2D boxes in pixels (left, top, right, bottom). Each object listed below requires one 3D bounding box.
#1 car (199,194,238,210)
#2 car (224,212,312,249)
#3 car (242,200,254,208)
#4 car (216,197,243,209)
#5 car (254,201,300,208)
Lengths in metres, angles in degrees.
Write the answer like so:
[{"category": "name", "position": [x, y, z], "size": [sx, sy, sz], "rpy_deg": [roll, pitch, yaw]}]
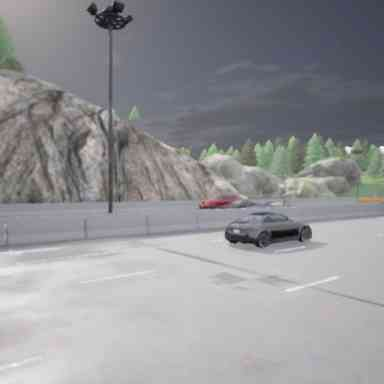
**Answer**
[{"category": "car", "position": [3.505, 1.303, 40.949], "size": [5.566, 2.045, 2.150], "rpy_deg": [0, 0, -36]}, {"category": "car", "position": [3.464, 1.589, 14.885], "size": [4.181, 1.385, 1.994], "rpy_deg": [0, 0, -36]}, {"category": "car", "position": [7.831, 1.624, 35.438], "size": [4.181, 1.385, 1.994], "rpy_deg": [0, 0, -36]}, {"category": "car", "position": [5.805, 1.616, 38.288], "size": [5.357, 1.411, 2.033], "rpy_deg": [0, 0, -36]}, {"category": "car", "position": [8.455, 1.576, 31.594], "size": [4.674, 1.442, 1.812], "rpy_deg": [0, 0, -35]}]
